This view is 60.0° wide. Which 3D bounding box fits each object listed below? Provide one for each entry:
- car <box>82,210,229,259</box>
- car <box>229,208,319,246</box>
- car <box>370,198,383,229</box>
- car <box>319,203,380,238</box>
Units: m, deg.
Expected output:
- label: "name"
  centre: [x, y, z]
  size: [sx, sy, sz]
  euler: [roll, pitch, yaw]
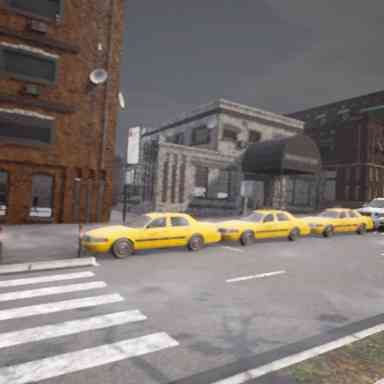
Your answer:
- label: "car"
  centre: [-1.410, 1.465, 12.632]
  size: [5.366, 1.575, 1.946]
  euler: [1, 0, -32]
- label: "car"
  centre: [3.253, 1.525, 15.591]
  size: [5.366, 1.575, 1.946]
  euler: [1, 0, -33]
- label: "car"
  centre: [12.815, 1.406, 21.679]
  size: [5.566, 2.045, 2.435]
  euler: [1, 0, -33]
- label: "car"
  centre: [7.912, 1.588, 18.559]
  size: [5.366, 1.575, 1.946]
  euler: [1, 0, -32]
